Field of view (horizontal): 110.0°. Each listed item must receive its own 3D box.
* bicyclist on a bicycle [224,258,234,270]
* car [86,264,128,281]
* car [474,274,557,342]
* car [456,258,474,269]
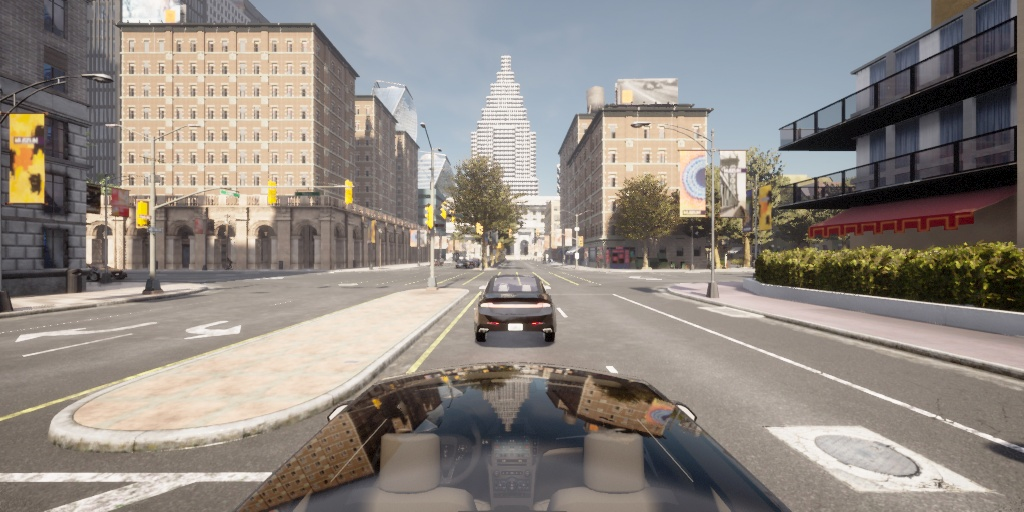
[{"bbox_3d":[-37.240,1.050,47.167,0.582,1.620,1.656,0,0,0],"label":"bicyclist on a bicycle"},{"bbox_3d":[-34.161,1.314,29.213,4.181,1.385,1.994,0,0,0],"label":"car"},{"bbox_3d":[0.082,1.242,9.759,2.128,1.511,4.902,0,0,0],"label":"car"},{"bbox_3d":[-8.006,1.241,58.508,2.128,1.511,4.902,0,0,0],"label":"car"}]
